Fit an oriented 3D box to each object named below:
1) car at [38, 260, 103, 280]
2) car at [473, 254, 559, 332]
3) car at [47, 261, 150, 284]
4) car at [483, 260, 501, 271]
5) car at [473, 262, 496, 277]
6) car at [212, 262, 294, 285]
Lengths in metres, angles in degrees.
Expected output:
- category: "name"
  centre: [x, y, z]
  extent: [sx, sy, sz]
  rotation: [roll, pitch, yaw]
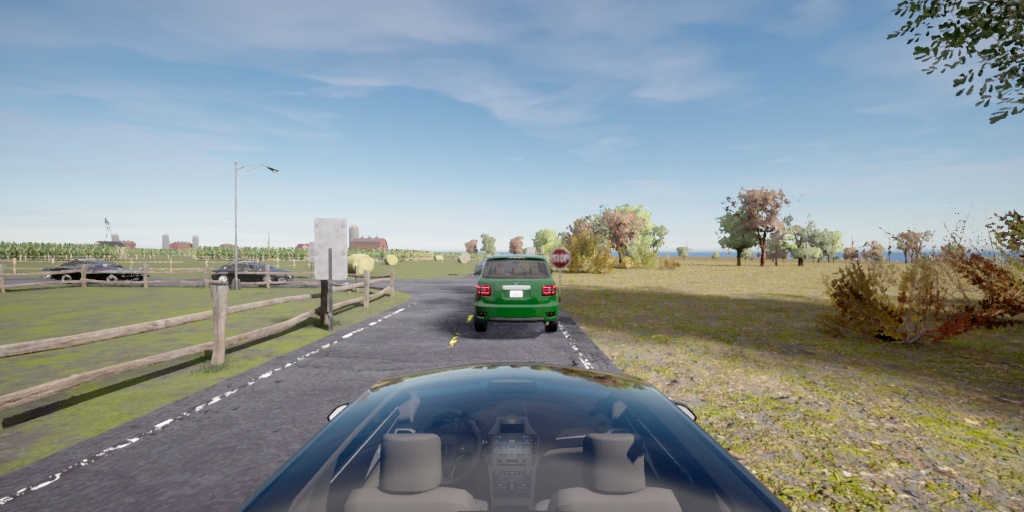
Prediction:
- category: "car"
  centre: [-32.371, 1.033, 26.977]
  extent: [4.892, 1.490, 1.837]
  rotation: [0, 1, -1]
- category: "car"
  centre: [0.113, 0.972, 10.980]
  extent: [2.150, 2.045, 5.566]
  rotation: [0, 0, 0]
- category: "car"
  centre: [-27.452, 1.193, 24.067]
  extent: [4.718, 1.301, 1.895]
  rotation: [0, 1, 0]
- category: "car"
  centre: [-2.733, 1.328, 50.105]
  extent: [2.033, 1.411, 5.357]
  rotation: [0, 0, 1]
- category: "car"
  centre: [-2.773, 1.329, 36.857]
  extent: [1.994, 1.385, 4.181]
  rotation: [0, 0, 1]
- category: "car"
  centre: [-17.354, 1.166, 24.151]
  extent: [4.892, 1.490, 1.837]
  rotation: [0, 1, 0]
